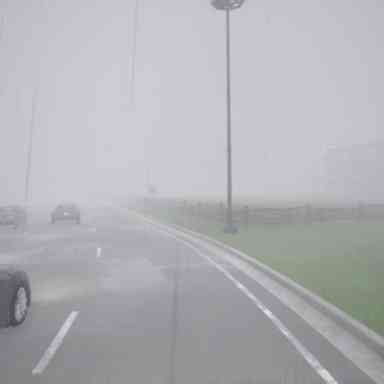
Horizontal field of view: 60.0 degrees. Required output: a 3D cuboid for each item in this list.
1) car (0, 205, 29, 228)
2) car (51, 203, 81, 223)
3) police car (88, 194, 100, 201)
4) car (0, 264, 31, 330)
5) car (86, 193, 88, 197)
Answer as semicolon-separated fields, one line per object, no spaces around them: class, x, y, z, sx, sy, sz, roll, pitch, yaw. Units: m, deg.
car;-11.958;1.545;21.626;2.033;1.411;5.357;-1;0;-19
car;-9.457;1.515;25.125;1.994;1.385;4.181;-1;0;-19
police car;-22.589;1.208;77.351;1.930;1.638;5.238;-1;0;-19
car;-3.651;1.519;4.053;1.837;1.490;4.892;0;0;-5
car;-25.844;1.268;86.725;1.837;1.490;4.892;-1;0;-19
